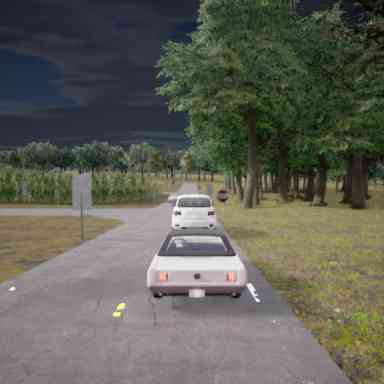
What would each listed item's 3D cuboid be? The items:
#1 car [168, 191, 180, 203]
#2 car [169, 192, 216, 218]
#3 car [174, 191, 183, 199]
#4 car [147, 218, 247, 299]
[{"bbox_3d":[-2.846,1.037,53.460,1.812,1.442,4.674,0,1,0],"label":"car"},{"bbox_3d":[0.071,1.161,18.134,2.150,2.045,5.566,0,0,-1],"label":"car"},{"bbox_3d":[-2.771,0.636,68.960,1.812,1.442,4.674,0,2,0],"label":"car"},{"bbox_3d":[0.098,1.581,8.372,1.895,1.301,4.718,0,0,0],"label":"car"}]
